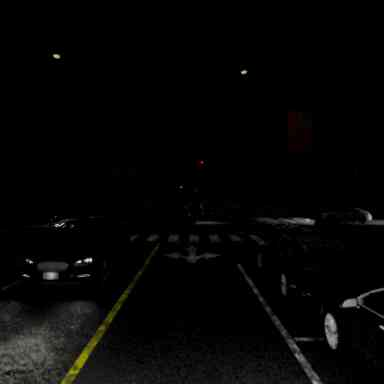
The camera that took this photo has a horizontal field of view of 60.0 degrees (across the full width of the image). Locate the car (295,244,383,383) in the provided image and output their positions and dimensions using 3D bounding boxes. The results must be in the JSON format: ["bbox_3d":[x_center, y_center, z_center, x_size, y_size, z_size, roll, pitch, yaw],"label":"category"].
[{"bbox_3d":[2.763,1.581,3.361,2.008,1.369,4.403,0,0,0],"label":"car"}]

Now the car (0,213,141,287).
[{"bbox_3d":[-3.044,1.577,9.673,2.128,1.511,4.902,0,-1,0],"label":"car"}]

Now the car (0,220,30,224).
[{"bbox_3d":[-5.762,1.624,8.358,2.008,1.369,4.403,0,0,0],"label":"car"}]

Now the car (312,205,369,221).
[{"bbox_3d":[14.960,2.110,33.720,4.892,1.490,1.837,1,-1,0],"label":"car"}]

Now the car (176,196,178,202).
[{"bbox_3d":[-5.260,2.291,83.684,1.887,1.381,4.507,0,-1,1],"label":"car"}]

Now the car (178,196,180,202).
[{"bbox_3d":[-5.209,2.111,89.199,2.192,1.841,5.009,0,-1,1],"label":"car"}]

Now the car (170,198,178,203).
[{"bbox_3d":[-5.158,2.391,94.709,1.887,1.381,4.507,0,-1,1],"label":"car"}]

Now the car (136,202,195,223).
[{"bbox_3d":[-2.281,1.770,27.075,4.674,1.442,1.812,0,0,0],"label":"car"}]

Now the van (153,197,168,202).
[{"bbox_3d":[-5.514,1.837,56.125,1.690,1.788,3.998,0,-1,1],"label":"van"}]

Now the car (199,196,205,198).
[{"bbox_3d":[3.113,1.911,67.074,2.192,1.841,5.009,0,-1,1],"label":"car"}]

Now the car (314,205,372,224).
[{"bbox_3d":[13.898,2.077,30.455,4.674,1.442,1.812,1,-1,0],"label":"car"}]

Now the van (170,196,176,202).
[{"bbox_3d":[-5.311,2.037,78.174,1.690,1.788,3.998,0,-1,1],"label":"van"}]

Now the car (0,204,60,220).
[{"bbox_3d":[-11.756,1.581,23.864,4.181,1.385,1.994,1,-1,0],"label":"car"}]

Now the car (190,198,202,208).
[{"bbox_3d":[0.376,2.126,59.361,1.895,1.301,4.718,0,-1,1],"label":"car"}]

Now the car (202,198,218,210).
[{"bbox_3d":[2.959,1.997,50.534,2.008,1.369,4.403,0,-1,1],"label":"car"}]

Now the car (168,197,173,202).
[{"bbox_3d":[-5.413,2.162,67.147,1.947,1.339,4.313,0,-1,1],"label":"car"}]

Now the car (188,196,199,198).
[{"bbox_3d":[0.543,2.340,88.201,1.994,1.385,4.181,0,-1,1],"label":"car"}]

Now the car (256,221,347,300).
[{"bbox_3d":[2.764,1.624,8.353,2.008,1.369,4.403,0,0,0],"label":"car"}]

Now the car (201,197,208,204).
[{"bbox_3d":[3.316,2.236,89.124,1.967,1.590,4.097,0,-1,1],"label":"car"}]
